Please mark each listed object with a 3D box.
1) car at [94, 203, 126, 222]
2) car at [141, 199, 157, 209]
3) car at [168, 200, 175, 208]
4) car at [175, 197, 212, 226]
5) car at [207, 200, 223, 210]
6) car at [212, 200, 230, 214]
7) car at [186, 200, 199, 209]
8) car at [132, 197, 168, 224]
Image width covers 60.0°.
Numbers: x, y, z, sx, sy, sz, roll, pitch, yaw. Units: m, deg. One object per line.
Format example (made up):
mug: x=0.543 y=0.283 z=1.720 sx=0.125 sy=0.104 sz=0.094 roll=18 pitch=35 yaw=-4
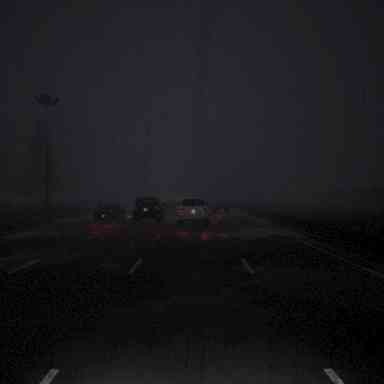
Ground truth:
car: x=-6.915 y=1.689 z=28.377 sx=2.128 sy=1.511 sz=4.902 roll=0 pitch=0 yaw=0
car: x=-6.930 y=1.854 z=54.012 sx=1.882 sy=1.535 sz=5.008 roll=0 pitch=-1 yaw=0
car: x=-3.429 y=1.937 z=53.621 sx=1.994 sy=1.385 sz=4.181 roll=0 pitch=0 yaw=0
car: x=0.086 y=1.397 z=25.133 sx=2.150 sy=2.045 sz=5.566 roll=0 pitch=0 yaw=0
car: x=3.473 y=1.901 z=50.616 sx=2.033 sy=1.411 sz=5.357 roll=0 pitch=0 yaw=0
car: x=3.478 y=1.786 z=40.197 sx=1.837 sy=1.490 sz=4.892 roll=0 pitch=0 yaw=0
car: x=0.072 y=1.963 z=51.906 sx=1.895 sy=1.301 sz=4.718 roll=0 pitch=0 yaw=0
car: x=-3.414 y=1.410 z=27.037 sx=2.150 sy=2.045 sz=5.566 roll=0 pitch=0 yaw=0
